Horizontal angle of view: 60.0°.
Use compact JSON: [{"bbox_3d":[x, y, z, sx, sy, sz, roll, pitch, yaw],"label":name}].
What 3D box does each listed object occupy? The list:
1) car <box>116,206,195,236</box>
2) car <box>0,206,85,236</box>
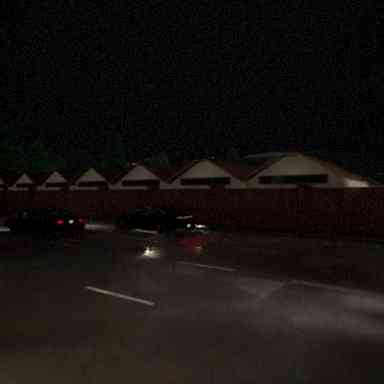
[{"bbox_3d":[-2.134,1.509,18.445,4.902,1.511,2.128,0,0,35],"label":"car"},{"bbox_3d":[-8.232,1.571,18.454,5.357,1.411,2.033,0,0,35],"label":"car"}]
